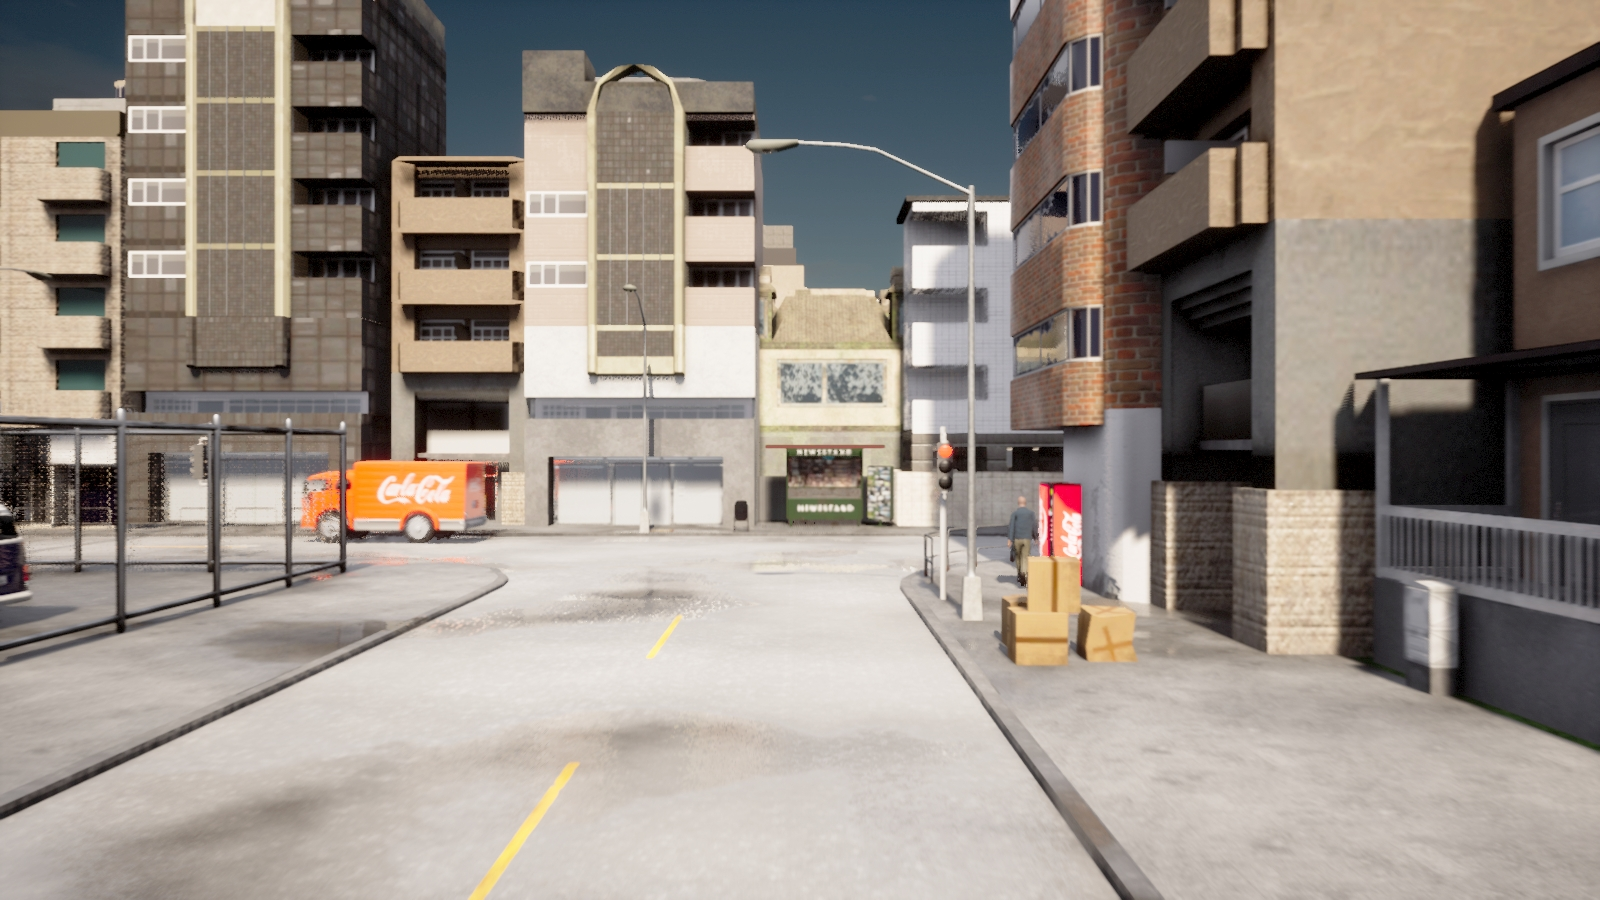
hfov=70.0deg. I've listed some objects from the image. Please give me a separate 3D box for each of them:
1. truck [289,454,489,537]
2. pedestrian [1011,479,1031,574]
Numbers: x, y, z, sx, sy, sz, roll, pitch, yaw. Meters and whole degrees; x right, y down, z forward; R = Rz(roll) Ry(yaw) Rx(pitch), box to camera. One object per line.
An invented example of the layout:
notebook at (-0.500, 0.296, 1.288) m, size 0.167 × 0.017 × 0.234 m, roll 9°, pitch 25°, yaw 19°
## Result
truck at (-12.535, 1.348, 35.151) m, size 5.204 × 2.467 × 2.627 m, roll 0°, pitch 0°, yaw 0°
pedestrian at (4.383, 1.516, 22.698) m, size 0.375 × 1.860 × 0.375 m, roll 0°, pitch 0°, yaw 9°
